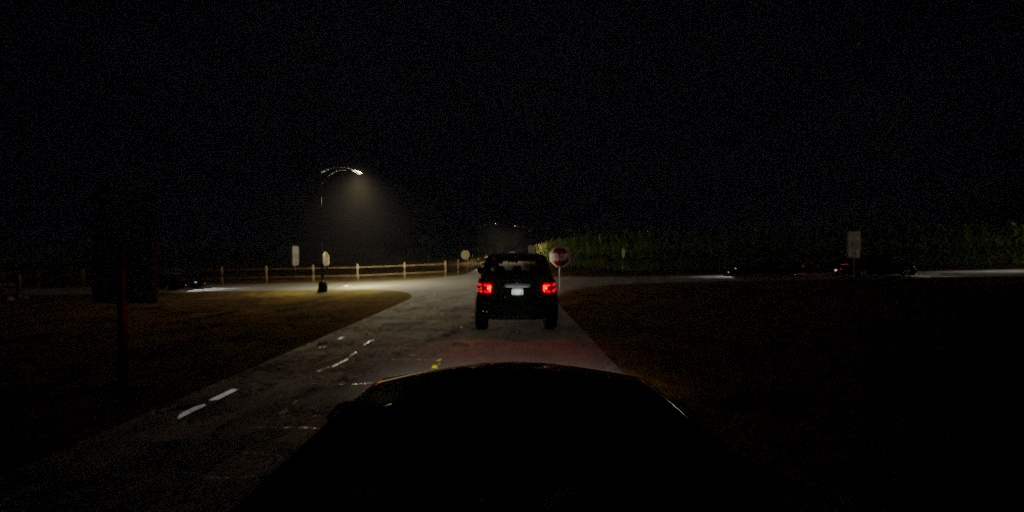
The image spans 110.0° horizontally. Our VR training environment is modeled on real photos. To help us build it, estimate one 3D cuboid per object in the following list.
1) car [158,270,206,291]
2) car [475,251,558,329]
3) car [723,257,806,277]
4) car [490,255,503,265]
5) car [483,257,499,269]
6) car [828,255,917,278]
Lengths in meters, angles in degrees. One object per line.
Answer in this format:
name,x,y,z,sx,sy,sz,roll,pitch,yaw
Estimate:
car,-23.369,1.627,24.218,4.181,1.385,1.994,-1,0,0
car,0.079,0.935,11.194,2.150,2.045,5.566,0,0,-1
car,19.128,0.786,27.299,5.357,1.411,2.033,-1,0,0
car,-2.691,0.689,63.385,2.128,1.511,4.902,0,1,0
car,-2.753,0.903,47.591,1.837,1.490,4.892,0,1,0
car,24.417,0.660,24.375,4.892,1.490,1.837,-1,0,0
